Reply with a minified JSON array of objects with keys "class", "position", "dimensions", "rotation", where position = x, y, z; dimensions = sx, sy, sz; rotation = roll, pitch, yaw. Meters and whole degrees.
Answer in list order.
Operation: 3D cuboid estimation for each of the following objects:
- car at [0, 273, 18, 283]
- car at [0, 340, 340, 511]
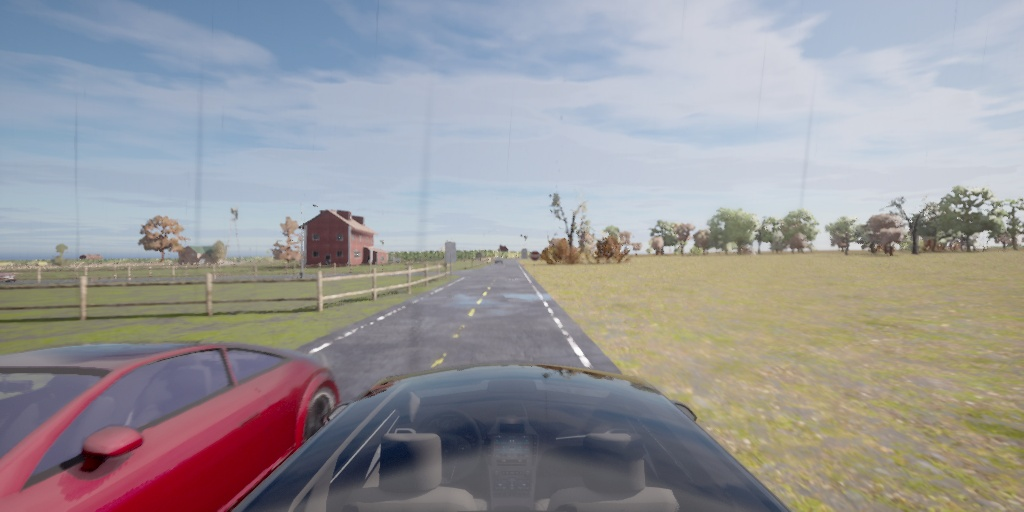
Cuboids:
[{"class":"car","position":[-51.613,1.990,34.983],"dimensions":[4.674,1.442,1.812],"rotation":[-1,0,-7]},{"class":"car","position":[-2.852,1.312,2.184],"dimensions":[1.994,1.385,4.181],"rotation":[0,0,0]}]
